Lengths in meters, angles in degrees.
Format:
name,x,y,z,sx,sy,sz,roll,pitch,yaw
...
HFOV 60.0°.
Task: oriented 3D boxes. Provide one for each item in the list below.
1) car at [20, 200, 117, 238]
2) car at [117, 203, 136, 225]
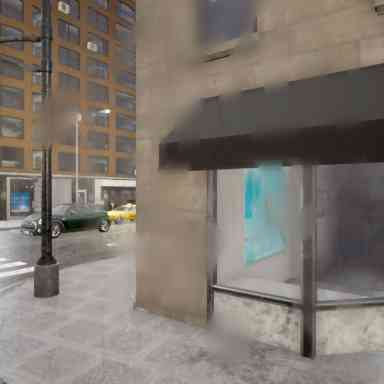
name,x,y,z,sx,sy,sz,roll,pitch,yaw
car,-6.634,1.366,17.825,2.097,1.767,4.553,0,0,36
car,-4.829,1.548,24.650,1.752,1.417,4.829,0,0,36
